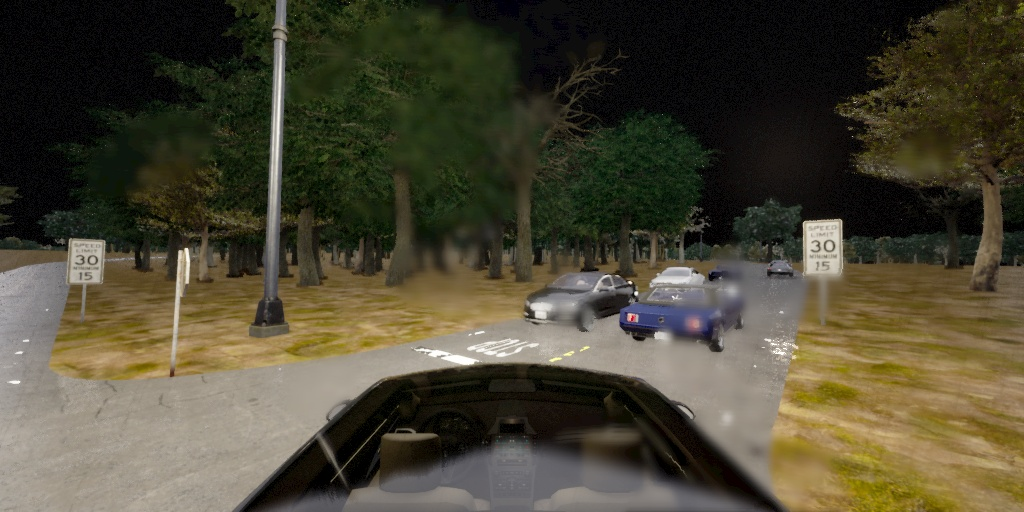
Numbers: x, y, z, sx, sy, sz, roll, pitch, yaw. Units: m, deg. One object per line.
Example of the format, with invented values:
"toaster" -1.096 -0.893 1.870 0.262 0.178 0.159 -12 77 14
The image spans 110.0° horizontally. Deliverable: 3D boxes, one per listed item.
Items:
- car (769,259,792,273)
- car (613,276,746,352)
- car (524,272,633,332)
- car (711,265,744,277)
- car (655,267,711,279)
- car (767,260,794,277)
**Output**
"car" 31.819 1.153 42.629 2.128 1.511 4.902 -1 0 36
"car" 4.506 1.348 8.983 1.895 1.301 4.718 -1 -1 40
"car" 2.339 1.278 11.217 2.128 1.511 4.902 -1 -1 40
"car" 17.217 1.356 28.831 1.895 1.301 4.718 -1 0 40
"car" 8.780 1.303 18.833 1.812 1.442 4.674 -1 0 40
"car" 25.866 1.257 34.586 1.994 1.385 4.181 -1 0 38
